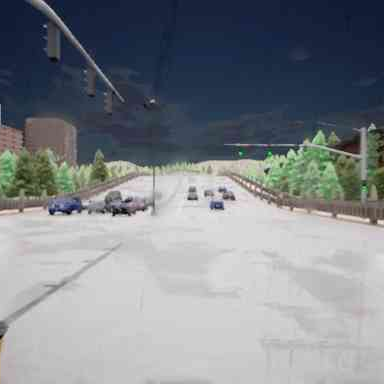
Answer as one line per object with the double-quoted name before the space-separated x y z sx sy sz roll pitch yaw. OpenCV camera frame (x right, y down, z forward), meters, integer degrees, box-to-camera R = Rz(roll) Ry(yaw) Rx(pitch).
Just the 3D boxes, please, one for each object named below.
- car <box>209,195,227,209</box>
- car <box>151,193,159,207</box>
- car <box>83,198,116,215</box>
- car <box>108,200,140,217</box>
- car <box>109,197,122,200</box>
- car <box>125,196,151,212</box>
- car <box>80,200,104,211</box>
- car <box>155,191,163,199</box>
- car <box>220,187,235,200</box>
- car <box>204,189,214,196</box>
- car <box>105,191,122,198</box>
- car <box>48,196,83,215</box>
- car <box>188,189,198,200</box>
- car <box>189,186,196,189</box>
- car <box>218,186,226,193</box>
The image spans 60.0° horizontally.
"car" 3.584 1.691 48.989 1.882 1.535 5.008 0 2 0
"car" -7.086 1.497 54.363 2.128 1.511 4.902 0 3 0
"car" -10.597 1.780 38.528 1.837 1.490 4.892 0 0 0
"car" -7.106 1.854 35.178 1.895 1.301 4.718 0 0 0
"car" -10.601 1.812 47.422 1.994 1.385 4.181 0 1 -1
"car" -7.101 1.646 43.989 2.097 1.767 4.553 0 0 0
"car" -14.094 1.854 47.223 1.895 1.301 4.718 0 1 0
"car" -6.959 0.555 66.742 2.128 1.511 4.902 0 6 1
"car" 7.147 0.592 64.852 2.097 1.767 4.553 0 5 0
"car" 3.629 0.066 71.648 1.994 1.385 4.181 0 7 0
"car" -14.039 0.914 59.462 2.150 2.045 5.566 0 5 1
"car" -14.107 1.492 37.472 2.150 2.045 5.566 0 0 0
"car" 0.148 0.817 64.779 1.994 1.385 4.181 0 5 0
"car" 0.112 -0.657 77.617 2.033 1.411 5.357 0 7 0
"car" 7.112 -0.719 77.574 1.882 1.535 5.008 0 7 0
